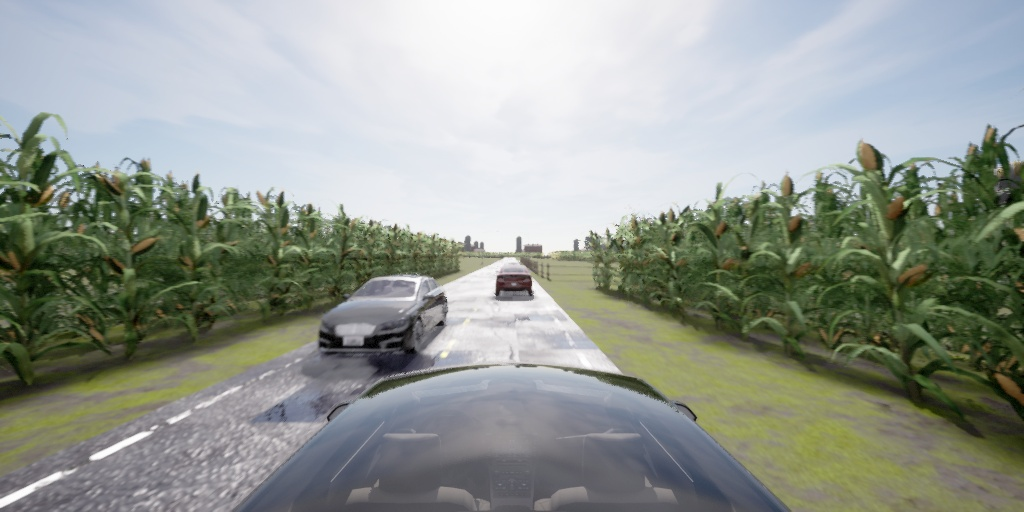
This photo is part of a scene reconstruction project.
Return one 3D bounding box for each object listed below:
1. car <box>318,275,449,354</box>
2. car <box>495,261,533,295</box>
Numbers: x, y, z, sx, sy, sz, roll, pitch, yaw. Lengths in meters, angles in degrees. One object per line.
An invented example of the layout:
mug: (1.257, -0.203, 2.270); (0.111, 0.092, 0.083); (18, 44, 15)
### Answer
car: (-2.806, 1.241, 8.837); (2.128, 1.511, 4.902); (0, 0, 0)
car: (0.098, 1.225, 19.785); (1.882, 1.535, 5.008); (0, 0, 0)
